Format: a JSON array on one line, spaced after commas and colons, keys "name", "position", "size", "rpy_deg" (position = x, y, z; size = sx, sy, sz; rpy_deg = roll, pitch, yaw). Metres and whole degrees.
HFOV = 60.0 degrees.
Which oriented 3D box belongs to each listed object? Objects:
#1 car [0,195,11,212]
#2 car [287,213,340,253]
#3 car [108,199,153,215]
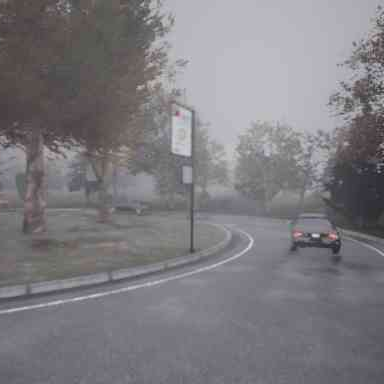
[{"name": "car", "position": [-19.916, 1.017, 31.829], "size": [4.553, 1.767, 2.097], "rpy_deg": [1, 0, -28]}, {"name": "car", "position": [5.147, 1.632, 14.359], "size": [2.033, 1.411, 5.357], "rpy_deg": [1, 0, 16]}, {"name": "car", "position": [-6.322, 1.467, 33.827], "size": [4.902, 1.511, 2.128], "rpy_deg": [1, 0, 18]}]
